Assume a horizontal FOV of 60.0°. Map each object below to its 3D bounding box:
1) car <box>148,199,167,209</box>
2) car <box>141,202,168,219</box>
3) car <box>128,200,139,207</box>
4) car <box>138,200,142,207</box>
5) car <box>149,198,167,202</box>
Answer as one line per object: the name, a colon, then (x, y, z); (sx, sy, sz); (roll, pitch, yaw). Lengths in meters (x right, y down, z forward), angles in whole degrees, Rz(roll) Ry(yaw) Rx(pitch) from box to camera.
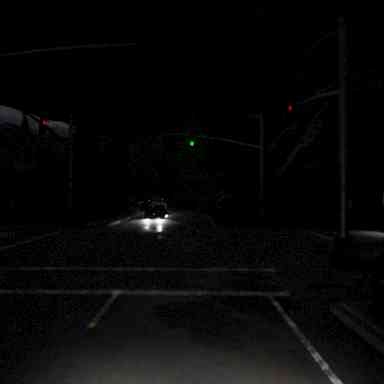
car: (-6.614, 2.162, 62.644); (2.097, 1.767, 4.553); (0, -1, -27)
car: (-3.768, 2.007, 34.223); (1.994, 1.385, 4.181); (0, -1, -2)
car: (-12.365, 2.397, 70.946); (4.902, 1.511, 2.128); (-1, -1, 42)
car: (-6.893, 2.292, 53.488); (1.895, 1.301, 4.718); (0, -1, -19)
car: (-4.520, 1.789, 43.853); (2.150, 2.045, 5.566); (0, -1, -10)
